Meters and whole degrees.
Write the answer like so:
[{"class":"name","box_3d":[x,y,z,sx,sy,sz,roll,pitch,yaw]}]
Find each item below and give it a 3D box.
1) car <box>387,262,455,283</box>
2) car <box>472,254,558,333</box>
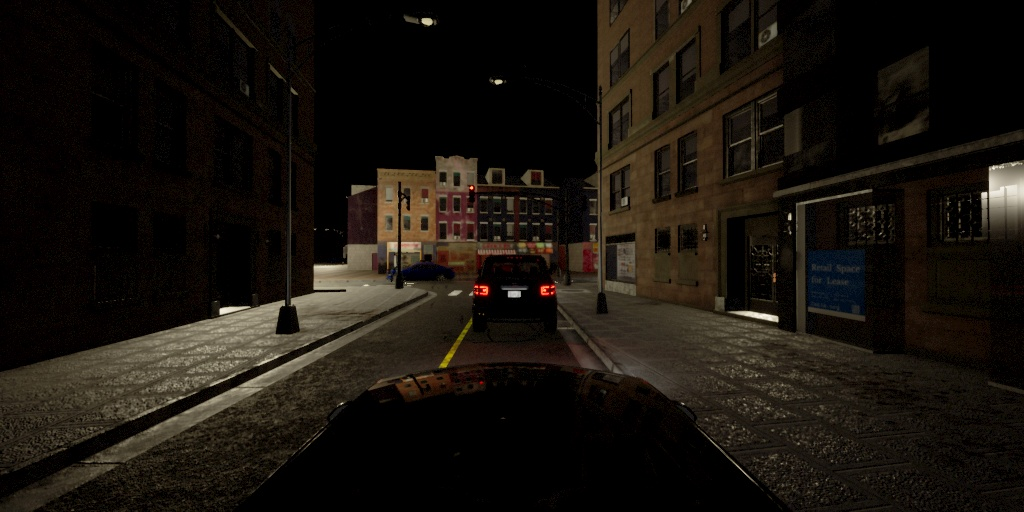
[{"class":"car","box_3d":[-6.852,1.250,27.169,5.008,1.535,1.882,0,0,-10]},{"class":"car","box_3d":[0.096,0.972,10.940,2.150,2.045,5.566,0,0,1]}]
